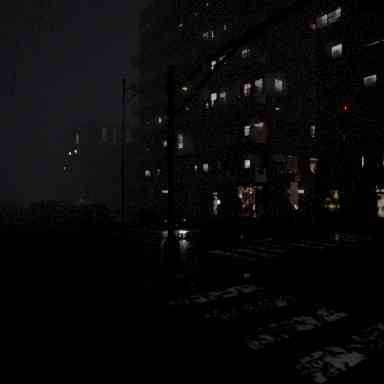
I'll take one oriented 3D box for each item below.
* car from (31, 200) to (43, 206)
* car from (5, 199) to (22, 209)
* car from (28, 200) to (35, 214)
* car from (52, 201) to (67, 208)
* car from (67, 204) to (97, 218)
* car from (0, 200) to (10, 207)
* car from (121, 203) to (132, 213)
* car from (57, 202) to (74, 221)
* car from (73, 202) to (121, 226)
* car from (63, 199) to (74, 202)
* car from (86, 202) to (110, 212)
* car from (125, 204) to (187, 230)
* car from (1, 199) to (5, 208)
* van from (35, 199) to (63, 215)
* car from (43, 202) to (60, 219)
[{"bbox_3d":[-39.398,2.774,84.568,1.947,1.339,4.313,-1,0,-35],"label":"car"},{"bbox_3d":[-33.212,2.365,62.304,1.967,1.590,4.097,-1,0,-35],"label":"car"},{"bbox_3d":[-20.387,2.073,44.306,1.967,1.590,4.097,-1,0,-35],"label":"car"},{"bbox_3d":[-26.582,2.462,66.582,1.887,1.381,4.507,-1,0,-35],"label":"car"},{"bbox_3d":[-12.573,2.097,37.780,1.895,1.301,4.718,0,-1,-35],"label":"car"},{"bbox_3d":[-42.730,2.666,75.663,1.752,1.417,4.829,-1,0,-35],"label":"car"},{"bbox_3d":[-7.457,2.006,39.741,1.752,1.417,4.829,-1,0,-35],"label":"car"},{"bbox_3d":[-10.668,1.934,30.669,1.752,1.417,4.829,-1,0,-35],"label":"car"},{"bbox_3d":[-7.563,1.777,26.308,1.967,1.590,4.097,-1,0,-35],"label":"car"},{"bbox_3d":[-23.382,2.160,62.086,2.192,1.841,5.009,-1,0,-35],"label":"car"},{"bbox_3d":[-13.765,2.192,48.596,1.947,1.339,4.313,-1,0,-35],"label":"car"},{"bbox_3d":[-2.535,1.816,23.690,2.033,1.411,5.357,0,-1,-35],"label":"car"},{"bbox_3d":[-36.416,2.542,66.803,1.887,1.381,4.507,-1,0,-35],"label":"car"},{"bbox_3d":[-17.183,1.900,39.807,1.690,1.788,3.998,-1,0,-35],"label":"van"},{"bbox_3d":[-13.973,2.036,35.306,2.008,1.369,4.403,-1,0,-35],"label":"car"}]
